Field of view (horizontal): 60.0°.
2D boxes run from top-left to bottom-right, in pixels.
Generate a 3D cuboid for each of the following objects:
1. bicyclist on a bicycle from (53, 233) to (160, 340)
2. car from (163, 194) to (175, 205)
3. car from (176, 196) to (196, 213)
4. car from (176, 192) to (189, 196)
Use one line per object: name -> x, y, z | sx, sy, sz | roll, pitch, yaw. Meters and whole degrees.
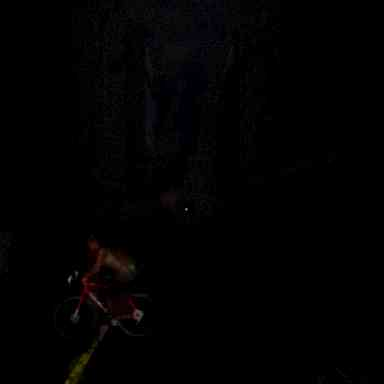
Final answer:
bicyclist on a bicycle -> -1.326, 1.450, 5.115 | 1.656, 1.620, 0.582 | -2, 0, -1
car -> -3.988, 1.474, 57.733 | 1.895, 1.301, 4.718 | 0, 0, -1
car -> -0.608, 1.464, 35.811 | 1.837, 1.490, 4.892 | 0, 0, -1
car -> -0.869, 1.266, 48.667 | 2.097, 1.767, 4.553 | 0, 0, -1
